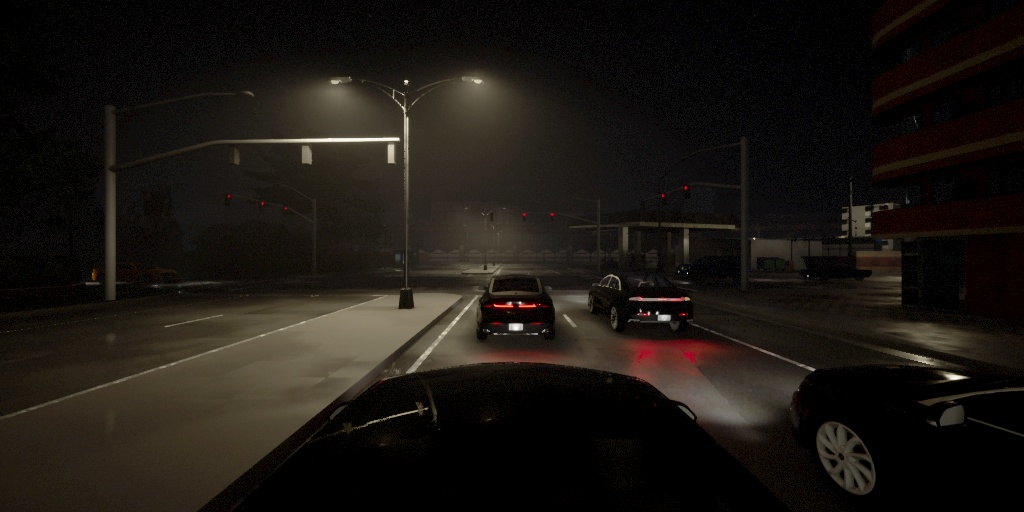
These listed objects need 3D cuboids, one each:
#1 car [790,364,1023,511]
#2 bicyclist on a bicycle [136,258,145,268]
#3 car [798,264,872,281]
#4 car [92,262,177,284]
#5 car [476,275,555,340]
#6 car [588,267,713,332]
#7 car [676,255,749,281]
[{"bbox_3d":[3.600,1.255,1.457,1.837,1.490,4.892,0,0,0],"label":"car"},{"bbox_3d":[-38.228,1.053,36.739,0.582,1.620,1.656,0,0,0],"label":"bicyclist on a bicycle"},{"bbox_3d":[26.941,1.351,30.009,4.718,1.301,1.895,0,0,-1],"label":"car"},{"bbox_3d":[-27.591,1.227,26.321,5.008,1.535,1.882,0,0,0],"label":"car"},{"bbox_3d":[0.096,1.255,10.010,1.837,1.490,4.892,0,0,0],"label":"car"},{"bbox_3d":[3.602,1.241,10.865,2.128,1.511,4.902,0,0,0],"label":"car"},{"bbox_3d":[16.633,0.972,29.861,5.566,2.045,2.150,0,0,-1],"label":"car"}]
